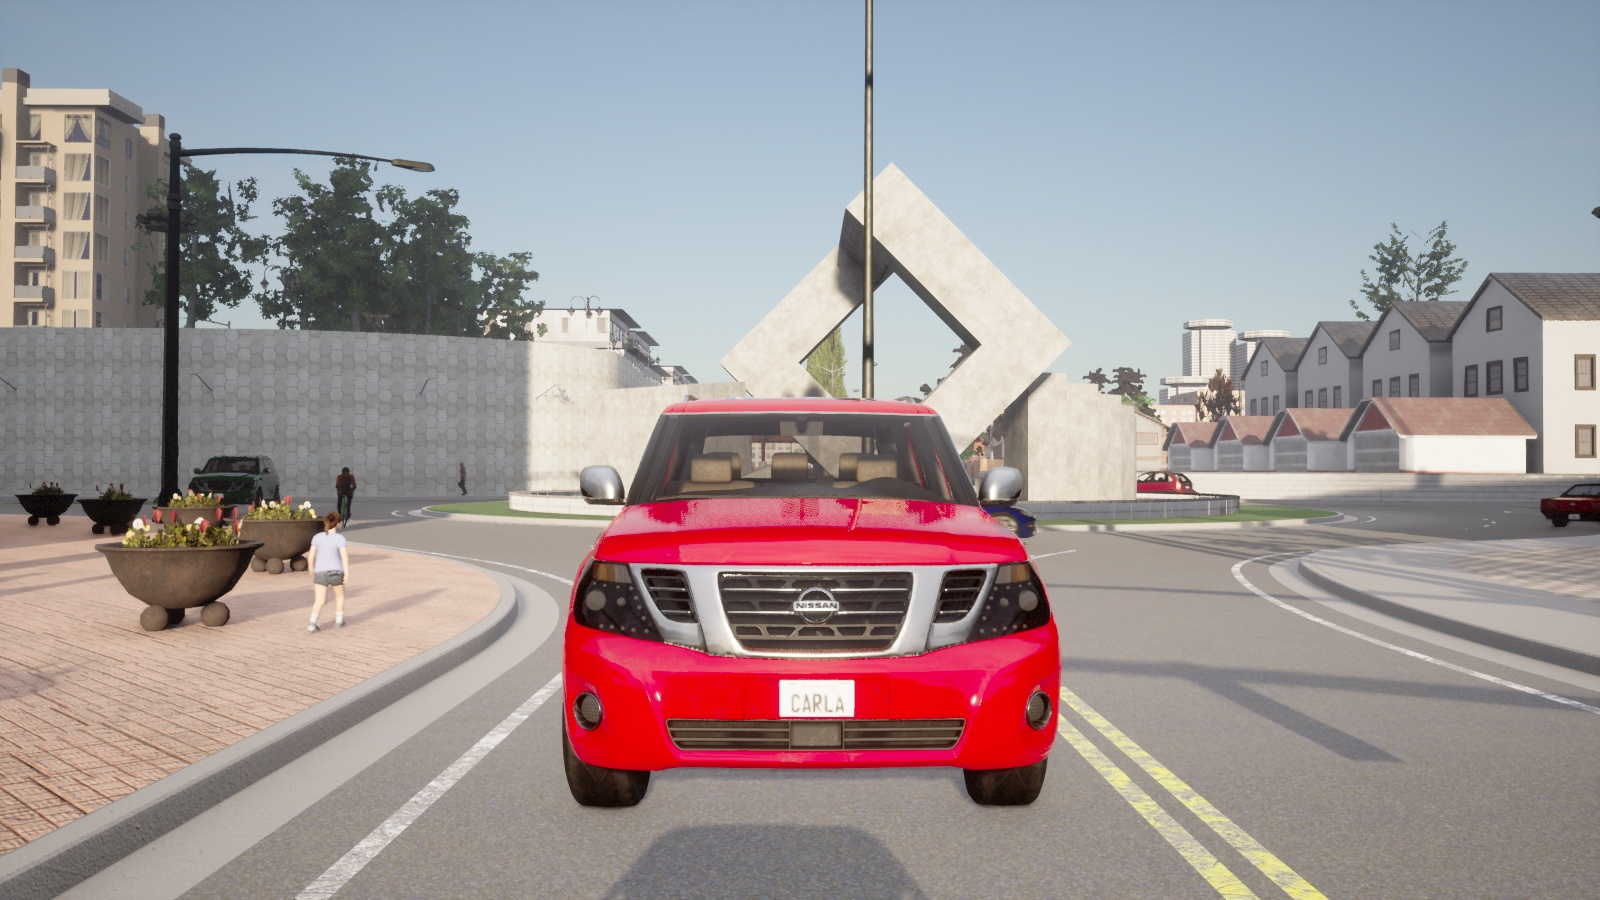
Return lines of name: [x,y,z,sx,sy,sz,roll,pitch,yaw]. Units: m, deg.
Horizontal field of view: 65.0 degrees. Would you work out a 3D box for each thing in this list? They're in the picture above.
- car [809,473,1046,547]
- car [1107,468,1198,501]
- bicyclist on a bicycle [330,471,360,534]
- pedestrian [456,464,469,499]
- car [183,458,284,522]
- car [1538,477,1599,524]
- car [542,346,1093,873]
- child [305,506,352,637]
car: [2.644,1.249,26.589,4.792,1.488,2.163,0,-1,4]
car: [17.659,1.698,63.020,3.988,1.617,1.851,-1,-1,45]
bicyclist on a bicycle: [-11.997,1.369,33.064,0.582,1.620,1.656,2,-1,-24]
pedestrian: [-18.026,1.665,67.037,0.634,1.846,0.331,0,-1,-27]
car: [-19.528,1.341,43.537,2.150,2.045,5.566,0,-1,-13]
car: [23.850,1.435,36.756,4.718,1.301,1.895,0,-1,-32]
car: [-0.008,0.663,7.703,2.150,2.045,5.566,0,-1,-2]
child: [-4.126,1.054,10.997,0.255,1.110,0.394,0,-1,0]
